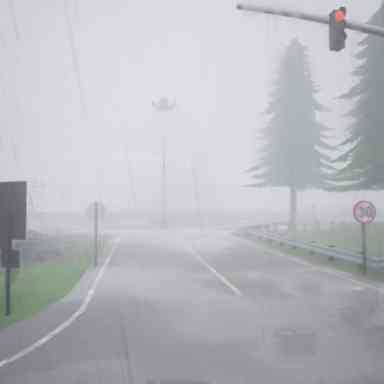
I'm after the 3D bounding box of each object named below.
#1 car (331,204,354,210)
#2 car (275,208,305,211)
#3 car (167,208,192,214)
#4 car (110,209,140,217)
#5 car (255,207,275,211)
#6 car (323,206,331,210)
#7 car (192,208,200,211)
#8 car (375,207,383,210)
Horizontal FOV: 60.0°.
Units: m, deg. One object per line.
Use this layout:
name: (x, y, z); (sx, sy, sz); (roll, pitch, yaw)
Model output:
car: (30.416, 3.546, 65.302); (4.553, 1.767, 2.097); (0, -2, -9)
car: (17.190, 3.436, 56.177); (4.892, 1.490, 1.837); (1, -2, -9)
car: (-3.005, 3.634, 60.040); (4.892, 1.490, 1.837); (1, -2, -9)
car: (-10.511, 3.382, 51.754); (4.892, 1.490, 1.837); (0, -2, -9)
car: (15.000, 3.687, 62.874); (4.674, 1.442, 1.812); (0, -2, -9)
car: (29.933, 3.534, 68.772); (5.566, 2.045, 2.150); (0, -2, -9)
car: (-0.436, 3.815, 63.971); (4.181, 1.385, 1.994); (0, -2, -9)
car: (33.047, 3.464, 58.644); (4.902, 1.511, 2.128); (0, -2, -9)
